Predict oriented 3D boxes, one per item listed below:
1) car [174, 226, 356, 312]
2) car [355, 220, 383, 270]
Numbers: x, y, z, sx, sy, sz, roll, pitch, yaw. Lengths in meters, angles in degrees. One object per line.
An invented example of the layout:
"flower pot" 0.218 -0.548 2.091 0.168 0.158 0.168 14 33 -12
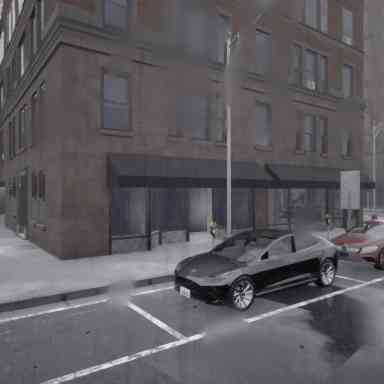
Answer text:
"car" 1.640 1.566 7.704 4.313 1.339 1.947 0 0 -35
"car" 6.119 1.582 10.898 4.206 1.307 1.802 0 0 -35
